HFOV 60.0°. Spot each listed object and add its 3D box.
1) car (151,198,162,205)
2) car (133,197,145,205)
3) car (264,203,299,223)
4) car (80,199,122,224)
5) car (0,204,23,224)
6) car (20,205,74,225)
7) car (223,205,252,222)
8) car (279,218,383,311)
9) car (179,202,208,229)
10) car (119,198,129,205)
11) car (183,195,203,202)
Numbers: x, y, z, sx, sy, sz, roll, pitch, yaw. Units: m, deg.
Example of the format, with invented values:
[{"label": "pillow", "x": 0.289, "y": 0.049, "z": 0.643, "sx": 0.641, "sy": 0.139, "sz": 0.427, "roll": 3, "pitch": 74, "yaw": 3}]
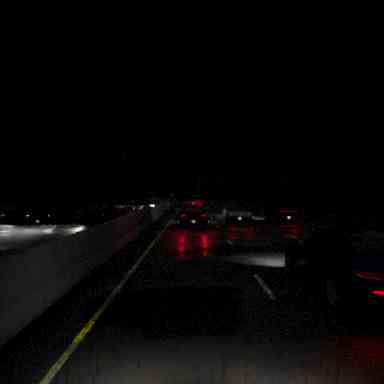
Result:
[{"label": "car", "x": -6.993, "y": 1.896, "z": 66.863, "sx": 1.994, "sy": 1.385, "sz": 4.181, "roll": 0, "pitch": 0, "yaw": 0}, {"label": "car", "x": -10.494, "y": 1.844, "z": 66.257, "sx": 1.837, "sy": 1.490, "sz": 4.892, "roll": 0, "pitch": 0, "yaw": 0}, {"label": "car", "x": 7.105, "y": 1.621, "z": 26.799, "sx": 1.837, "sy": 1.490, "sz": 4.892, "roll": 0, "pitch": 0, "yaw": 0}, {"label": "car", "x": -7.095, "y": 1.591, "z": 25.869, "sx": 1.882, "sy": 1.535, "sz": 5.008, "roll": 0, "pitch": 0, "yaw": 0}, {"label": "car", "x": -14.095, "y": 1.639, "z": 25.900, "sx": 1.812, "sy": 1.442, "sz": 4.674, "roll": 0, "pitch": 0, "yaw": 0}, {"label": "car", "x": -10.596, "y": 1.710, "z": 25.049, "sx": 1.895, "sy": 1.301, "sz": 4.718, "roll": 0, "pitch": 0, "yaw": 0}, {"label": "car", "x": 3.604, "y": 1.720, "z": 27.269, "sx": 1.895, "sy": 1.301, "sz": 4.718, "roll": 0, "pitch": 0, "yaw": 0}, {"label": "car", "x": 3.601, "y": 1.559, "z": 7.687, "sx": 1.812, "sy": 1.442, "sz": 4.674, "roll": 0, "pitch": 0, "yaw": 0}, {"label": "car", "x": 0.095, "y": 1.624, "z": 22.610, "sx": 1.812, "sy": 1.442, "sz": 4.674, "roll": 0, "pitch": 0, "yaw": 0}, {"label": "car", "x": -13.990, "y": 1.874, "z": 66.720, "sx": 2.033, "sy": 1.411, "sz": 5.357, "roll": 0, "pitch": 0, "yaw": 0}, {"label": "car", "x": 0.114, "y": 1.406, "z": 40.404, "sx": 2.150, "sy": 2.045, "sz": 5.566, "roll": 0, "pitch": 0, "yaw": 0}]
